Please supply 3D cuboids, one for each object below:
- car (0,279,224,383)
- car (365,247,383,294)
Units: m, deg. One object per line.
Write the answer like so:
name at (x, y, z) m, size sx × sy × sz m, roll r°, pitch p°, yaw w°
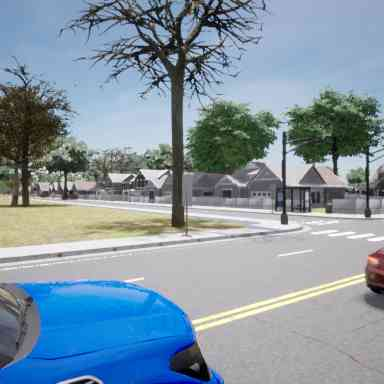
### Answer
car at (-2.399, 1.222, 1.730) m, size 5.566 × 2.045 × 2.150 m, roll 0°, pitch 0°, yaw -36°
car at (5.677, 1.525, 7.464) m, size 4.674 × 1.442 × 1.812 m, roll 0°, pitch 0°, yaw -36°
